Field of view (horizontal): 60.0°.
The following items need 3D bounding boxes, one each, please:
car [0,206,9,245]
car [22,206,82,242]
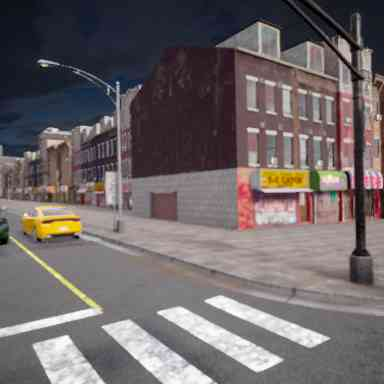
[{"bbox_3d":[-9.655,1.219,14.835,2.150,2.045,5.566,-1,1,-35],"label":"car"},{"bbox_3d":[-6.959,1.423,16.246,1.882,1.535,5.008,-1,1,-36],"label":"car"}]
